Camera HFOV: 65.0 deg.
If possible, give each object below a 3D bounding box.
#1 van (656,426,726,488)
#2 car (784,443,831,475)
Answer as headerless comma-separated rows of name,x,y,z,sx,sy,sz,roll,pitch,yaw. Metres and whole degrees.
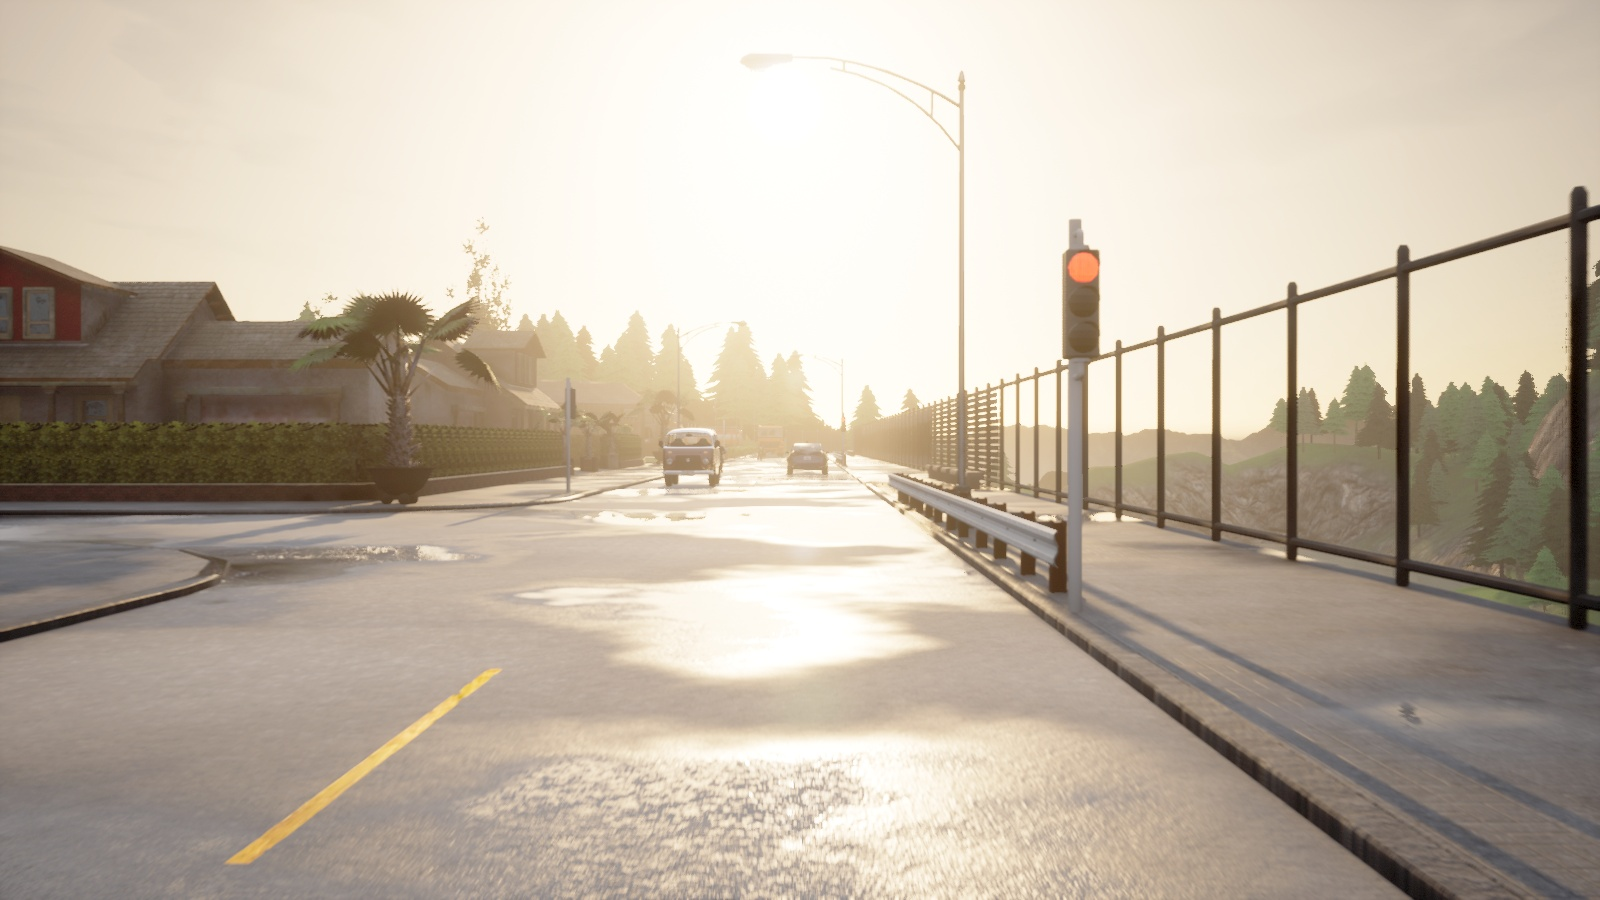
van,-3.760,0.219,43.958,2.069,2.038,4.480,0,0,0
car,0.357,0.408,60.111,2.163,1.488,4.792,0,0,0
